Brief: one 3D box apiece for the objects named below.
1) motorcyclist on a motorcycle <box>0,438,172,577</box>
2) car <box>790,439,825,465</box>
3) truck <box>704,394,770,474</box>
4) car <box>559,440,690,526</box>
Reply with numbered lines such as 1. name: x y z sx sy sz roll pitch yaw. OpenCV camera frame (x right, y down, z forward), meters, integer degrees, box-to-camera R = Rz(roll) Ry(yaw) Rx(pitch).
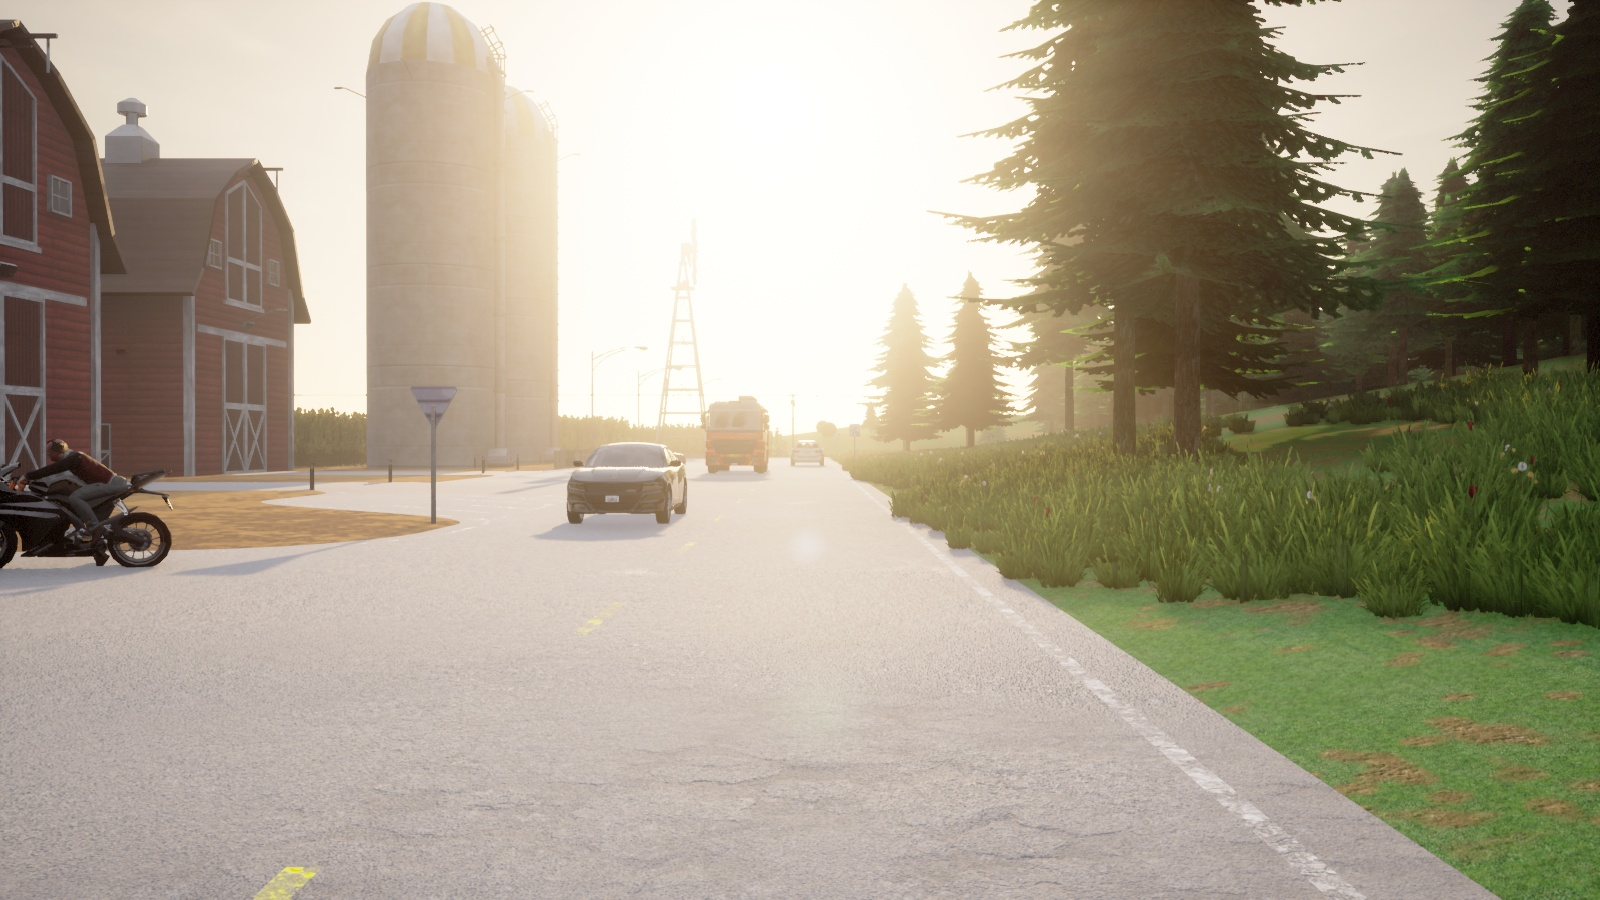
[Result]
1. motorcyclist on a motorcycle: -8.483 0.639 14.468 2.191 1.530 0.866 1 0 -26
2. car: 0.490 0.118 83.873 2.242 1.667 4.611 0 0 0
3. truck: -3.122 -0.782 64.033 2.891 3.827 8.468 0 0 0
4. car: -3.344 0.581 24.912 1.882 1.535 5.008 0 0 0
